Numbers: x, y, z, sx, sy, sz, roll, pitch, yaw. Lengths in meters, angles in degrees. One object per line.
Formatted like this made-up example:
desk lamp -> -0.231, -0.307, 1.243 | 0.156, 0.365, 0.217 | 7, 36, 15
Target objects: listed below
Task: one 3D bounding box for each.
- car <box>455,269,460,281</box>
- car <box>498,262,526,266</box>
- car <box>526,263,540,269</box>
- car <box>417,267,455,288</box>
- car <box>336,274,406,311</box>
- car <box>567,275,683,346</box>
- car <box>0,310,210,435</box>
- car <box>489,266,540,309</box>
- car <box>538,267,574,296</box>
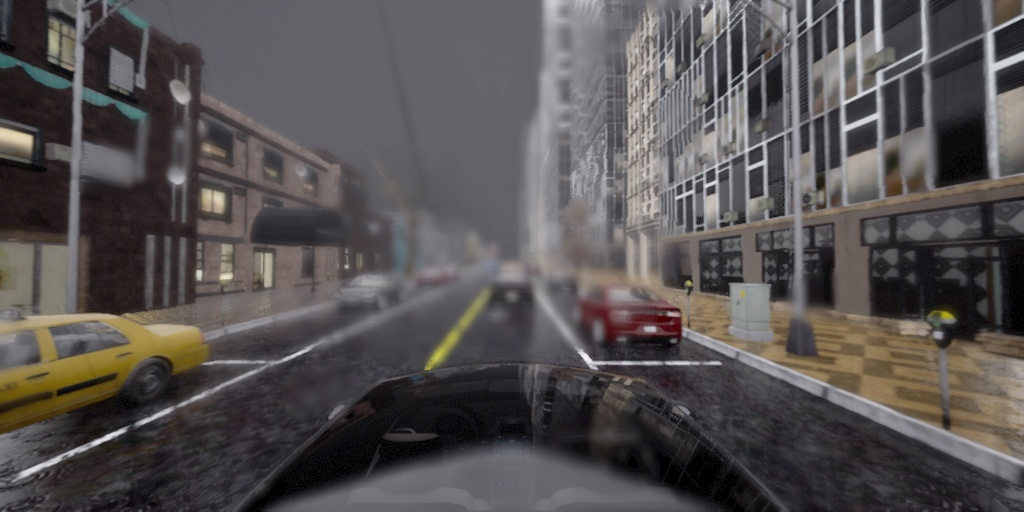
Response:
car -> -5.717, 1.672, 32.175 | 1.802, 1.307, 4.207 | 0, 0, 0
car -> 0.037, 1.555, 31.085 | 1.882, 1.535, 5.008 | 0, 0, 1
car -> 2.699, 1.762, 43.403 | 1.888, 1.381, 4.507 | 0, 0, 0
car -> -5.753, 1.572, 26.532 | 1.888, 1.381, 4.507 | 0, 0, 0
car -> -5.816, 1.451, 15.244 | 2.007, 1.370, 4.403 | 0, 0, 0
car -> 2.822, 1.382, 9.540 | 1.888, 1.381, 4.507 | 0, 0, 0
car -> -5.819, 1.300, 3.786 | 1.751, 1.417, 4.829 | 0, 0, 0
car -> 0.033, 1.388, 16.100 | 1.882, 1.535, 5.008 | 0, 0, 1
car -> 2.798, 1.514, 20.829 | 2.007, 1.370, 4.403 | 0, 0, 0
